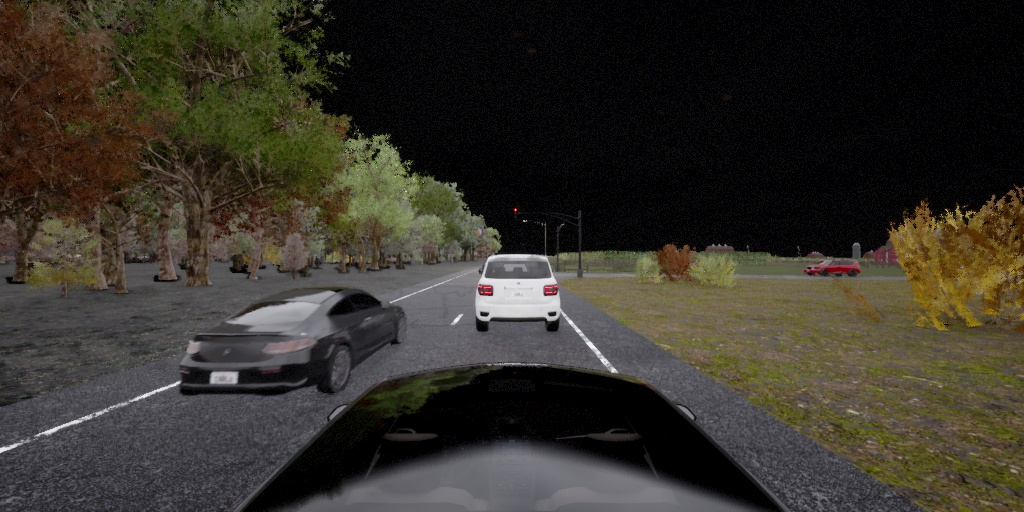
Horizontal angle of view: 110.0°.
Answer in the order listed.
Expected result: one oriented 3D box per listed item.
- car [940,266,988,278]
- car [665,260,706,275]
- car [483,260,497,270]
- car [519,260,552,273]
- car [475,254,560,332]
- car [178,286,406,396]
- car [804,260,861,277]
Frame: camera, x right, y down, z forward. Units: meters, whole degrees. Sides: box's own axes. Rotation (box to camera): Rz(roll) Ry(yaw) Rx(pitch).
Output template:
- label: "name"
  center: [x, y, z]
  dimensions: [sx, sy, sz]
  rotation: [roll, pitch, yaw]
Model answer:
- label: "car"
  center: [49.014, 1.847, 39.081]
  dimensions: [4.181, 1.385, 1.994]
  rotation: [1, -1, 0]
- label: "car"
  center: [20.634, 1.384, 42.873]
  dimensions: [4.553, 1.767, 2.097]
  rotation: [1, -1, 0]
- label: "car"
  center: [-3.286, 1.283, 54.315]
  dimensions: [1.812, 1.442, 4.674]
  rotation: [0, 0, 0]
- label: "car"
  center: [3.106, 1.361, 47.982]
  dimensions: [1.994, 1.385, 4.181]
  rotation: [0, 2, -42]
- label: "car"
  center: [0.128, 0.974, 11.050]
  dimensions: [2.150, 2.045, 5.566]
  rotation: [0, 0, -1]
- label: "car"
  center: [-3.389, 1.277, 6.529]
  dimensions: [1.812, 1.442, 4.674]
  rotation: [0, 0, 0]
- label: "car"
  center: [38.140, 1.447, 42.754]
  dimensions: [5.566, 2.045, 2.150]
  rotation: [1, -1, 0]
